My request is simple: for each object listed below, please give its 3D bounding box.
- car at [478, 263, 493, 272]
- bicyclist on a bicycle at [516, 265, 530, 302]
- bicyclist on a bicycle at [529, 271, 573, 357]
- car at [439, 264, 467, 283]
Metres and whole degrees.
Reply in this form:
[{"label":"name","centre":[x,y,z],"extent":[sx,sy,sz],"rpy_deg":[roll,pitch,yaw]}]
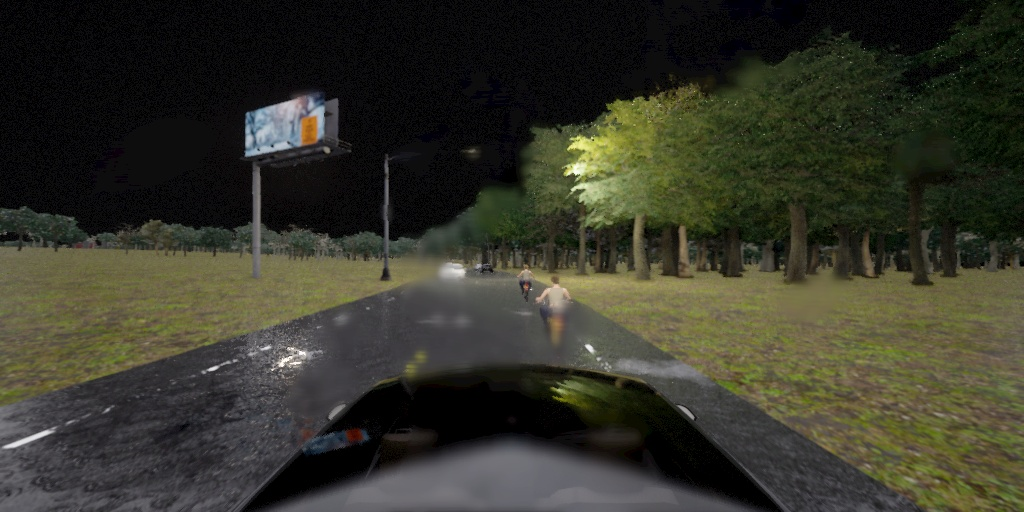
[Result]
[{"label":"car","centre":[-4.239,1.940,59.607],"extent":[1.837,1.490,4.892],"rpy_deg":[0,-1,-8]},{"label":"bicyclist on a bicycle","centre":[0.624,1.190,16.026],"extent":[0.866,1.612,1.509],"rpy_deg":[0,0,-2]},{"label":"bicyclist on a bicycle","centre":[0.909,1.188,7.558],"extent":[0.866,1.612,1.509],"rpy_deg":[0,0,-1]},{"label":"car","centre":[-4.588,1.351,28.392],"extent":[1.812,1.442,4.674],"rpy_deg":[0,-1,-4]}]
